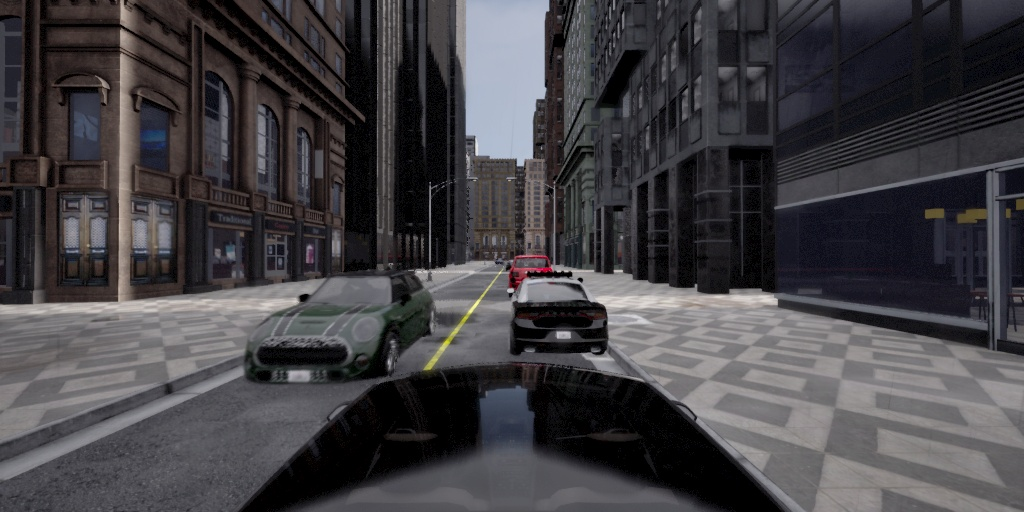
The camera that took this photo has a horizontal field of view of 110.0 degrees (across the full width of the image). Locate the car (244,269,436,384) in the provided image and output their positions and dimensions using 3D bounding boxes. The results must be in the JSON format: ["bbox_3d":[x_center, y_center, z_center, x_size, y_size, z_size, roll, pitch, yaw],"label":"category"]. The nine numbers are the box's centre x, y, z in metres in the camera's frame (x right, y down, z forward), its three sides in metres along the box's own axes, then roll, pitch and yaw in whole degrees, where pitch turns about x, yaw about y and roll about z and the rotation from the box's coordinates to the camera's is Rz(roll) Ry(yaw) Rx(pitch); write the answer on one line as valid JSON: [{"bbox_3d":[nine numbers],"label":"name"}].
[{"bbox_3d":[-2.996,1.104,7.300,2.097,1.767,4.553,0,0,0],"label":"car"}]

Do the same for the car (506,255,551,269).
[{"bbox_3d":[0.919,0.985,18.765,2.150,2.045,5.566,0,0,0],"label":"car"}]

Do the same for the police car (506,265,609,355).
[{"bbox_3d":[0.906,1.179,8.844,1.930,1.638,5.238,0,0,0],"label":"police car"}]

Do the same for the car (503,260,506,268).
[{"bbox_3d":[0.103,1.414,48.548,1.895,1.301,4.718,0,0,1],"label":"car"}]
